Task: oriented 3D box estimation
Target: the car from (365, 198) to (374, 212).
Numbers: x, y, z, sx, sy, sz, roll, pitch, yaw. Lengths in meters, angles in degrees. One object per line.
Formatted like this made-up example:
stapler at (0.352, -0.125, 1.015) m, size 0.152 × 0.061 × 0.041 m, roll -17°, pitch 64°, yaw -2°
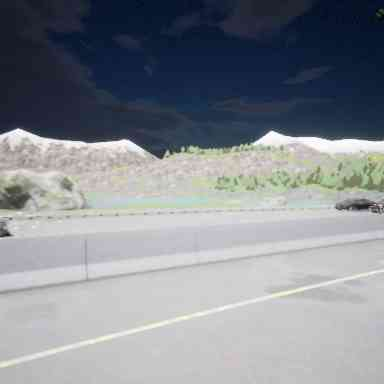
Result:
car at (20.906, 1.276, 34.647) m, size 4.553 × 1.767 × 2.097 m, roll 0°, pitch 0°, yaw -21°

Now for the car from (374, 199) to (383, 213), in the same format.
car at (19.350, 1.439, 30.249) m, size 4.892 × 1.490 × 1.837 m, roll 0°, pitch 0°, yaw -23°

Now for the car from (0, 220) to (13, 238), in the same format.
car at (-8.539, 1.449, 10.678) m, size 4.902 × 1.511 × 2.128 m, roll 0°, pitch 0°, yaw -35°

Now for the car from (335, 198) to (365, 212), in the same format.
car at (18.339, 1.417, 37.399) m, size 4.892 × 1.490 × 1.837 m, roll 0°, pitch 0°, yaw -22°
